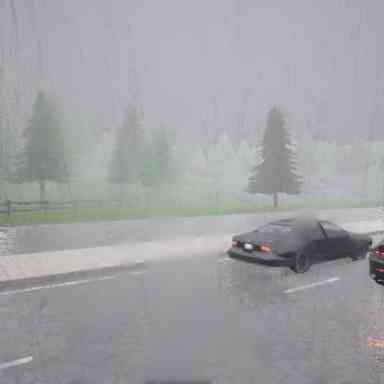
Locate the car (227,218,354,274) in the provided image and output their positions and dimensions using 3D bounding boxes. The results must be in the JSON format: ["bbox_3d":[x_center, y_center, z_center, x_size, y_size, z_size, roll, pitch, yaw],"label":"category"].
[{"bbox_3d":[3.627,1.549,10.591,5.357,1.411,2.033,0,0,-35],"label":"car"}]

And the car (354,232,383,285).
[{"bbox_3d":[6.262,1.508,8.162,4.892,1.490,1.837,0,0,-34],"label":"car"}]
